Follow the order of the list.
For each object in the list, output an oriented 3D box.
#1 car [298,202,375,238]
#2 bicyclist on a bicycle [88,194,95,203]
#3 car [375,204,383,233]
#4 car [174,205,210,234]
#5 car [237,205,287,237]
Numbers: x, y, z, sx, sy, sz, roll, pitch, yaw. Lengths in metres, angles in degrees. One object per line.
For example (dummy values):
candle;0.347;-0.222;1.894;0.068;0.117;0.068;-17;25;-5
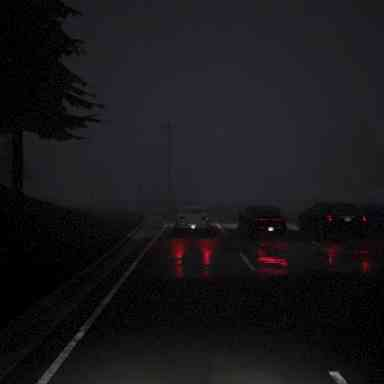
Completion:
car;7.098;1.276;17.264;2.097;1.767;4.553;0;0;0
bicyclist on a bicycle;-16.694;1.061;55.285;0.582;1.620;1.656;0;1;30
car;10.599;1.394;19.089;1.882;1.535;5.008;0;0;0
car;-0.009;1.445;18.567;1.812;1.442;4.674;0;0;-2
car;3.599;1.428;17.609;1.837;1.490;4.892;0;0;0
